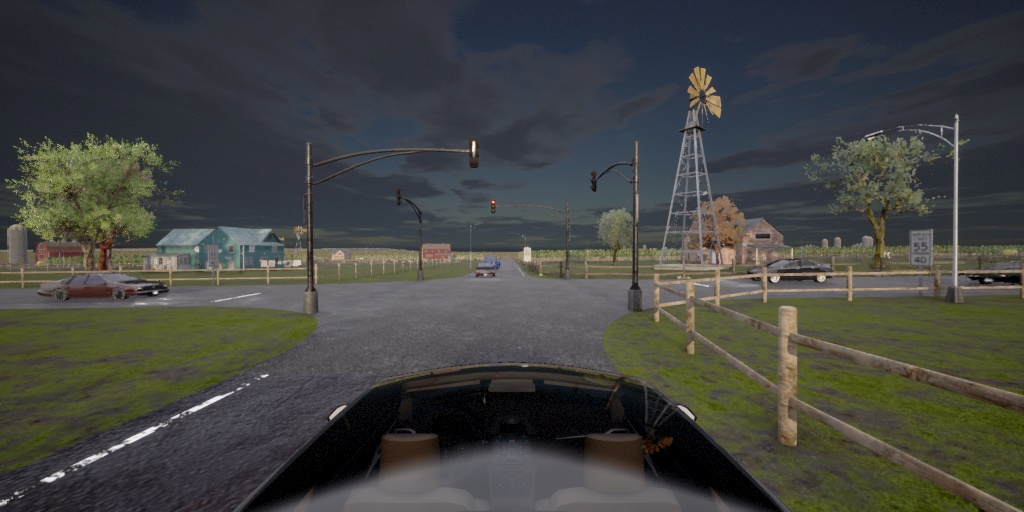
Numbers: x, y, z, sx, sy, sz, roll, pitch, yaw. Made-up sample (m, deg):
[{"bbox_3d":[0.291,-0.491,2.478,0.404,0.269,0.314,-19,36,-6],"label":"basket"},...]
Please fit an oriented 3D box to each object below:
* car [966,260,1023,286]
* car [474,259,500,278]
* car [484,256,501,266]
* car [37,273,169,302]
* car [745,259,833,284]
[{"bbox_3d":[27.974,0.986,19.372,4.718,1.301,1.895,-1,1,0],"label":"car"},{"bbox_3d":[-2.614,1.291,34.125,2.033,1.411,5.357,0,0,-6],"label":"car"},{"bbox_3d":[-3.114,0.966,52.543,2.150,2.045,5.566,0,0,0],"label":"car"},{"bbox_3d":[-21.711,1.602,19.135,5.357,1.411,2.033,-1,1,0],"label":"car"},{"bbox_3d":[17.686,0.956,23.014,4.892,1.490,1.837,-1,1,0],"label":"car"}]
